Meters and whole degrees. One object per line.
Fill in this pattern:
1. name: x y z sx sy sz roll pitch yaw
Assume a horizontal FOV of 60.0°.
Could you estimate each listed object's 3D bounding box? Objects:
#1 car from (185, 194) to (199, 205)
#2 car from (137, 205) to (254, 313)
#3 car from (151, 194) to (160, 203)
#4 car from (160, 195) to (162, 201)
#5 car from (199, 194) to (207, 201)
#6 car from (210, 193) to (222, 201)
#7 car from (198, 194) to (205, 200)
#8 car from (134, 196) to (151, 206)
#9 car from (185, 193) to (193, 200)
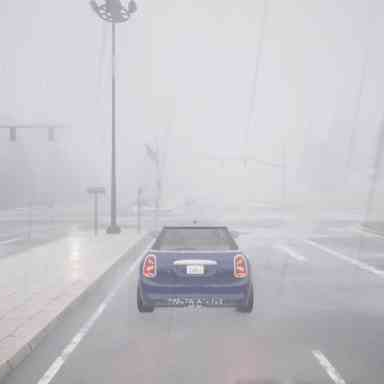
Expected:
1. car: -0.157 1.525 54.658 1.812 1.442 4.674 0 0 -1
2. car: 0.071 1.352 7.839 2.097 1.767 4.553 0 0 0
3. car: -8.388 1.547 69.132 2.033 1.411 5.357 0 0 -1
4. car: -8.594 1.355 82.066 2.097 1.767 4.553 0 0 -1
5. car: 2.858 1.513 85.220 1.812 1.442 4.674 0 0 -1
6. car: 6.362 1.214 84.949 2.150 2.045 5.566 0 0 -1
7. car: 2.694 1.442 95.544 1.882 1.535 5.008 0 0 -1
8. car: -8.242 1.505 54.299 1.837 1.490 4.892 0 0 -1
9. car: -0.806 1.189 95.518 2.150 2.045 5.566 0 0 -1
